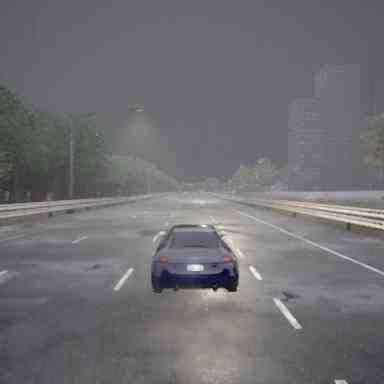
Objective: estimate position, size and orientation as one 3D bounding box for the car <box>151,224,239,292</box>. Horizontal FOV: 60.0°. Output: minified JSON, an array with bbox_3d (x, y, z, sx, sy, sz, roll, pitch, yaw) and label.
[{"bbox_3d":[0.033,1.551,8.971,1.994,1.385,4.181,0,0,-1],"label":"car"}]
